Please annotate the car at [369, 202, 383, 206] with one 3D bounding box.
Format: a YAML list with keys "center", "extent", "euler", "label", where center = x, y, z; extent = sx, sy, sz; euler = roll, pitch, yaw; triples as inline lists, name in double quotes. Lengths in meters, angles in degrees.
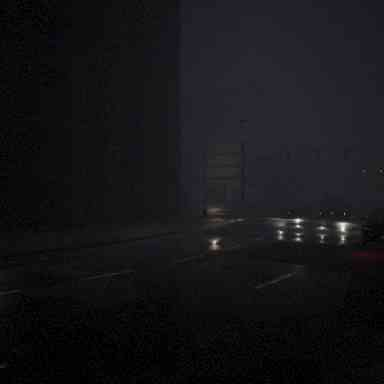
- center: [15.642, 1.531, 27.410]
  extent: [1.812, 1.442, 4.674]
  euler: [0, 0, 29]
  label: "car"

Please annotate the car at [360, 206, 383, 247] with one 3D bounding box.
- center: [8.340, 1.531, 14.307]
  extent: [1.812, 1.442, 4.674]
  euler: [0, 0, 29]
  label: "car"

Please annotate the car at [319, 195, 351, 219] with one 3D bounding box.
- center: [12.595, 1.324, 29.131]
  extent: [2.150, 2.045, 5.566]
  euler: [0, 0, 29]
  label: "car"

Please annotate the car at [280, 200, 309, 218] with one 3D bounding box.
- center: [9.552, 1.558, 30.861]
  extent: [1.837, 1.490, 4.892]
  euler: [0, 0, 29]
  label: "car"
